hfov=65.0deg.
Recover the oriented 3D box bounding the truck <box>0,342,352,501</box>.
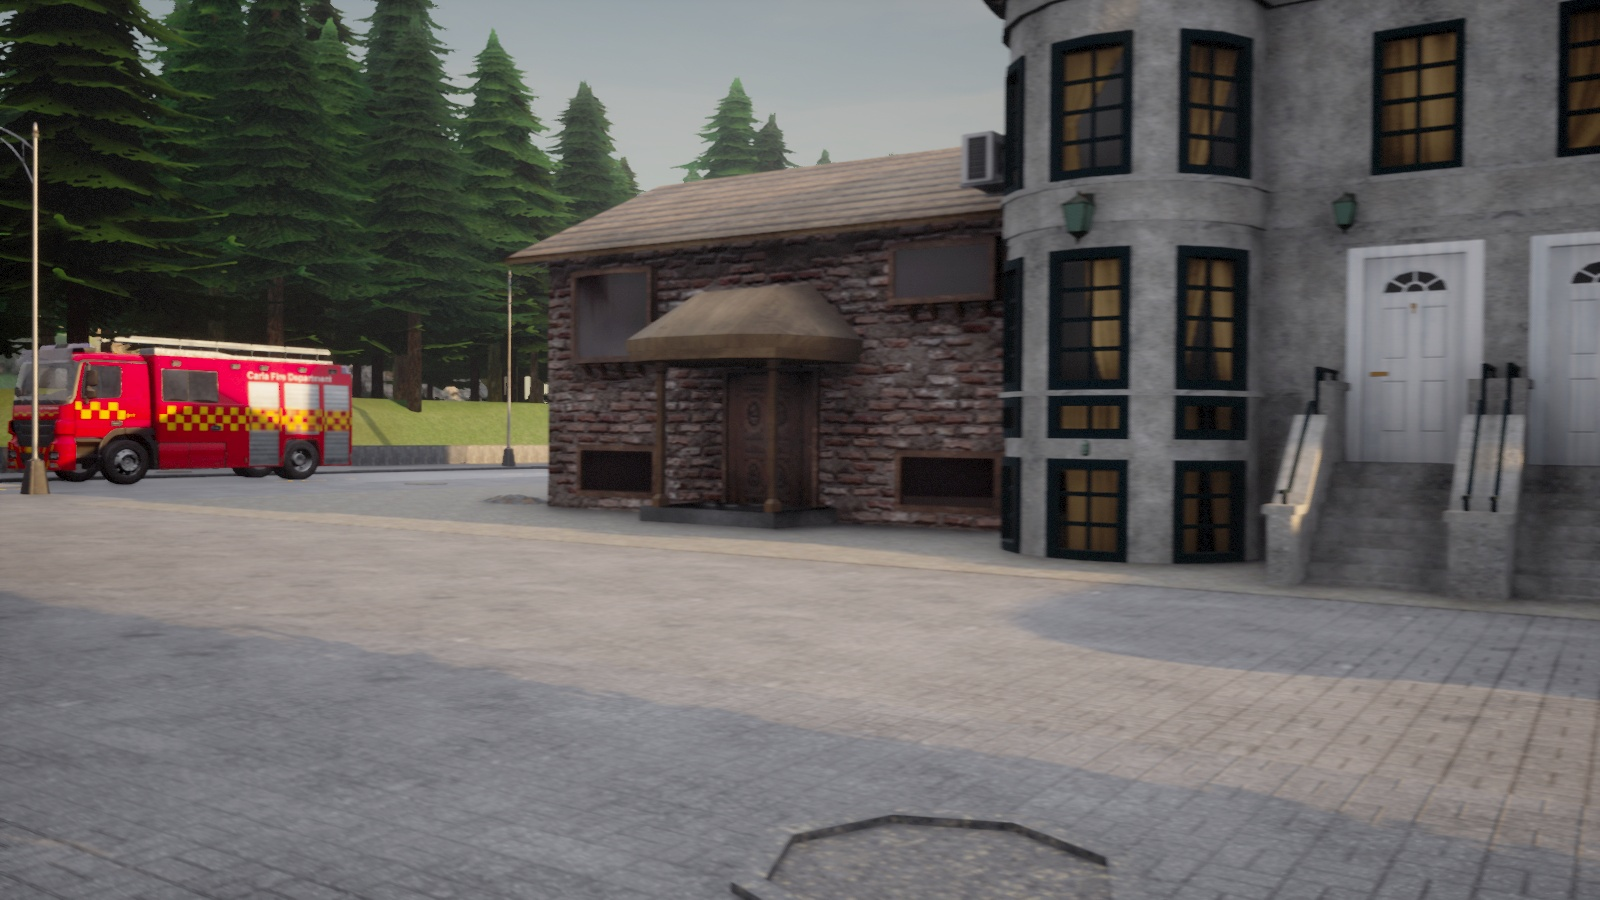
[{"bbox_3d":[-16.826,-0.751,34.445,2.891,3.827,8.468,0,1,34],"label":"truck"}]
